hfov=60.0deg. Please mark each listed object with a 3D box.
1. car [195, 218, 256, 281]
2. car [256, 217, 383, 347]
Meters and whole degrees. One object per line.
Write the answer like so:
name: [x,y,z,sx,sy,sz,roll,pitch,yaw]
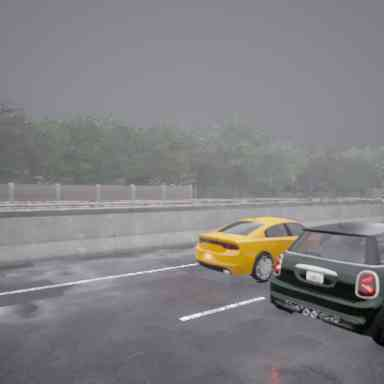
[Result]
car: [2.434,1.494,9.896,5.008,1.535,1.882,0,0,-35]
car: [3.669,1.366,6.479,4.553,1.767,2.097,0,0,-35]
